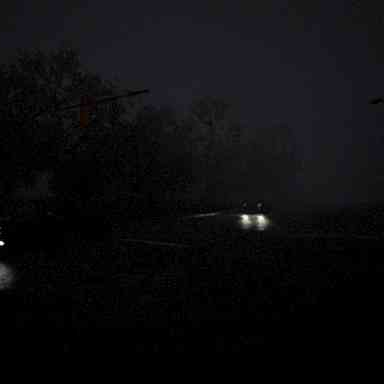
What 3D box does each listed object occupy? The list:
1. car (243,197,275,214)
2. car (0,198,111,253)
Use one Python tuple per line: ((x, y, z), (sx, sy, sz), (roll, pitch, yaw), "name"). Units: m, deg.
((6.947, 1.317, 34.432), (2.097, 1.767, 4.553), (0, 0, 32), "car")
((-5.939, 1.296, 14.012), (2.150, 2.045, 5.566), (0, 0, 32), "car")
